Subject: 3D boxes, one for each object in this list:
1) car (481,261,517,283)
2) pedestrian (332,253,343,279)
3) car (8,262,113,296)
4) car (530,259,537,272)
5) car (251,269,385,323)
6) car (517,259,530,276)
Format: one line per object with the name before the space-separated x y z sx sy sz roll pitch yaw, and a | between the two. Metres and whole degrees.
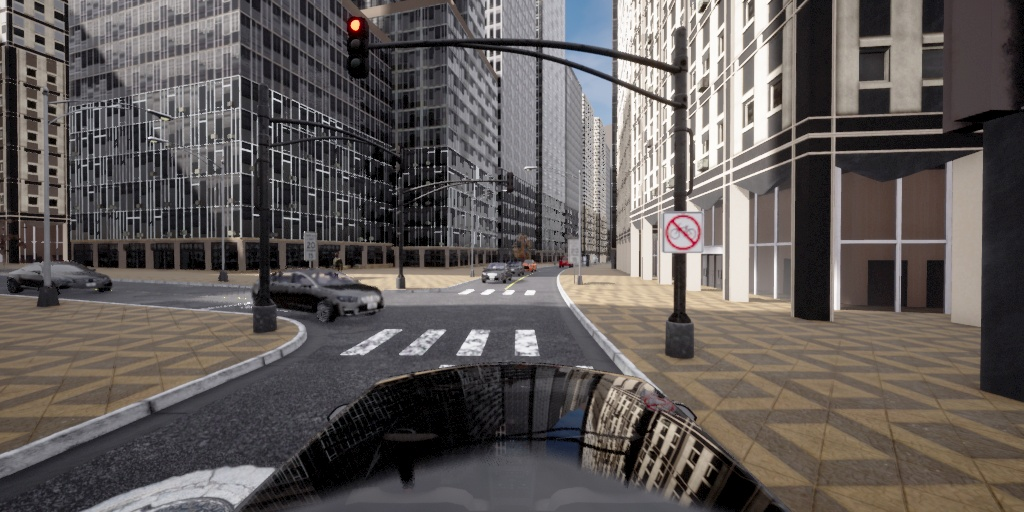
car | -1.116 1.275 28.193 2.128 1.511 4.902 0 0 7
pedestrian | -9.523 0.716 19.461 0.375 1.860 0.375 0 0 16
car | -21.162 1.008 16.765 4.674 1.442 1.812 1 1 16
car | 2.010 1.219 47.454 2.097 1.767 4.553 0 0 12
car | -6.462 1.199 11.914 4.902 1.511 2.128 1 0 25
car | 0.230 1.310 37.675 2.128 1.511 4.902 0 0 9
